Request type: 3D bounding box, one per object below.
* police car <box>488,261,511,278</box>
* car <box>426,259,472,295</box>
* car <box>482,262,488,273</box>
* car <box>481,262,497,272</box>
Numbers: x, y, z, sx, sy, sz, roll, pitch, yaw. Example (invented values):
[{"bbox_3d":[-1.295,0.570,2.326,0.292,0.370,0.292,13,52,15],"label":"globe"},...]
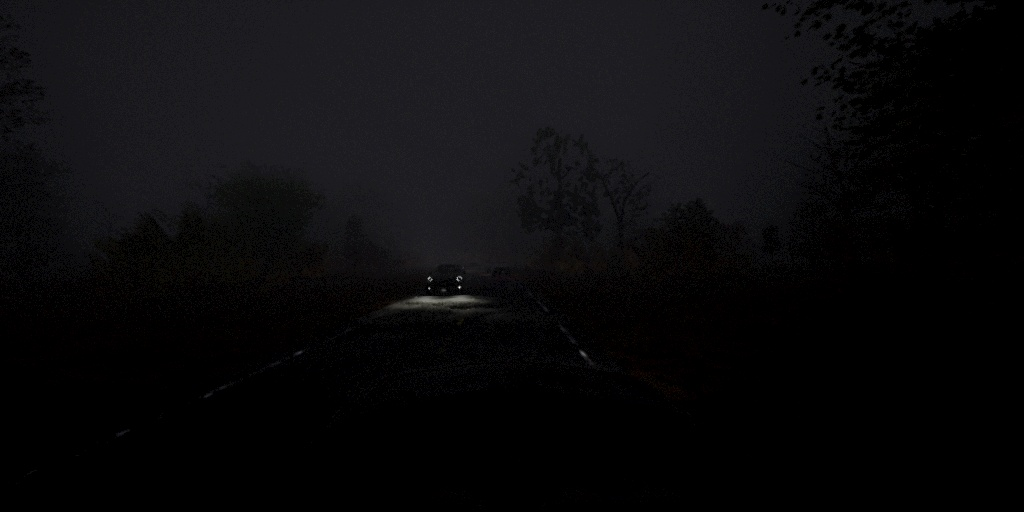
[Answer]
[{"bbox_3d":[-1.236,1.397,38.518,1.930,1.638,5.238,0,0,-7],"label":"police car"},{"bbox_3d":[-3.723,1.241,21.135,2.097,1.767,4.553,0,0,-4],"label":"car"},{"bbox_3d":[-2.580,1.564,48.395,1.812,1.442,4.674,0,0,-9],"label":"car"},{"bbox_3d":[-3.553,1.605,54.364,1.812,1.442,4.674,0,0,-10],"label":"car"}]
